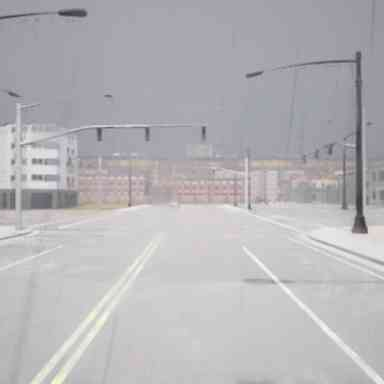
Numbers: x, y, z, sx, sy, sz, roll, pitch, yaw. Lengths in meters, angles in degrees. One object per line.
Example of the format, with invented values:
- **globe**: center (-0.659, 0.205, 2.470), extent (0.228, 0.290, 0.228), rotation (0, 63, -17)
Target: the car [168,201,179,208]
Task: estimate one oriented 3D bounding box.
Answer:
- **car**: center (-3.519, 2.430, 65.276), extent (1.812, 1.442, 4.674), rotation (0, -1, 0)
